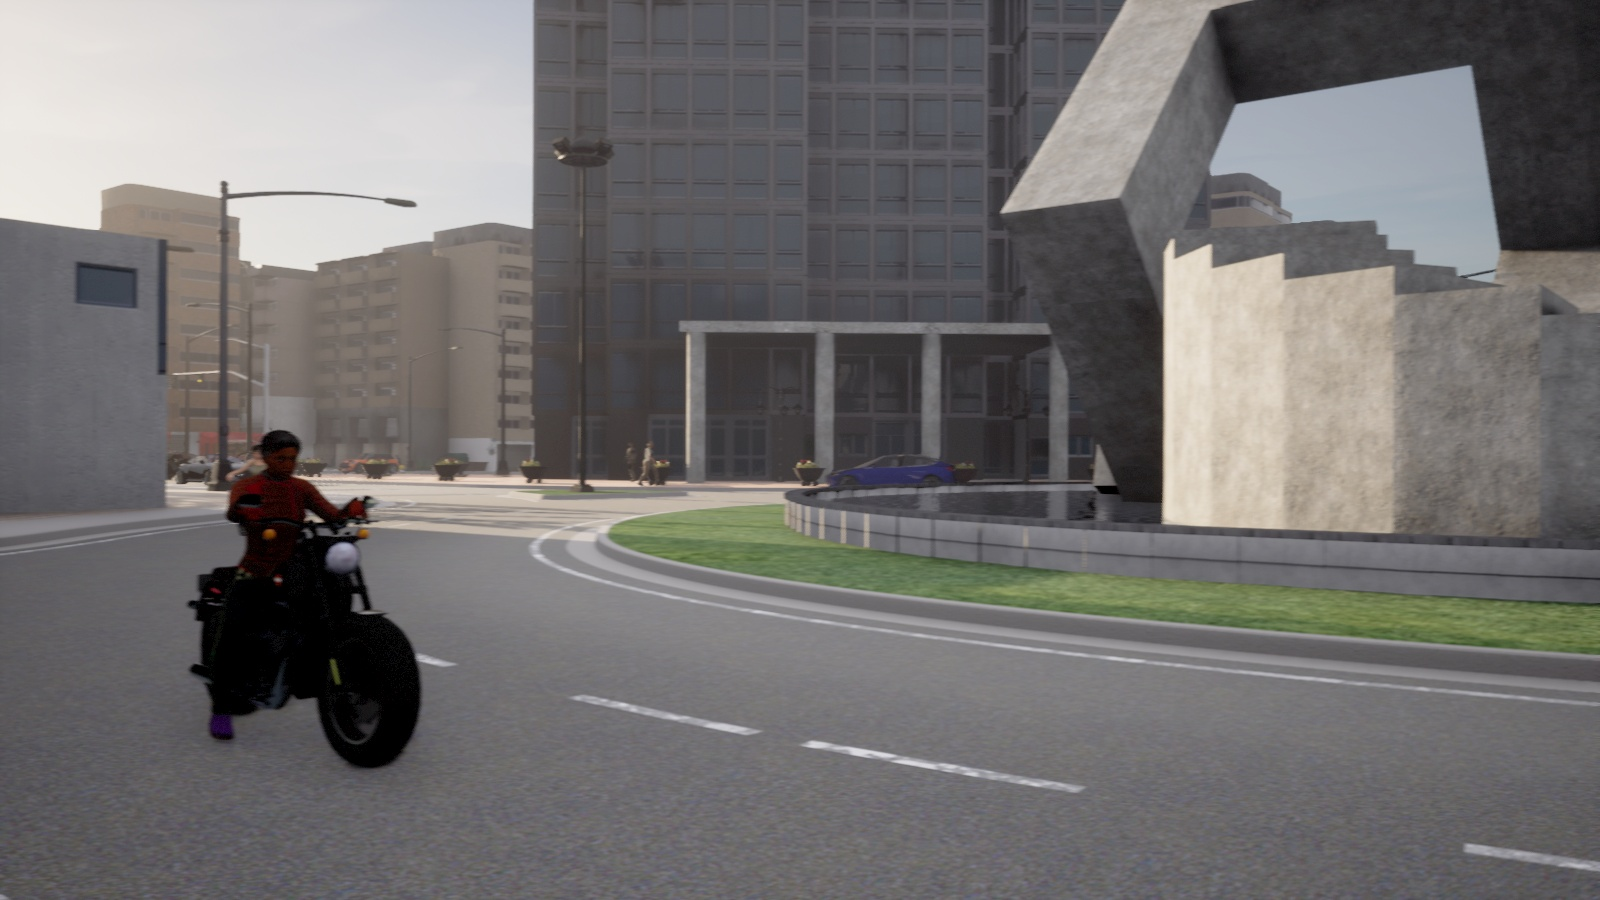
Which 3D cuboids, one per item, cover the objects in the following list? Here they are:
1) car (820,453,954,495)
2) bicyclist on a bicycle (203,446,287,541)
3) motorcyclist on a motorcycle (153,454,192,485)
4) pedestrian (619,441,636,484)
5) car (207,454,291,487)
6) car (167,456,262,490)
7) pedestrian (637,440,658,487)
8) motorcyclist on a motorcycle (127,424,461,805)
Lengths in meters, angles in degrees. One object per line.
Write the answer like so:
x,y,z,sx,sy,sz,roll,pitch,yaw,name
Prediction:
3.134,0.862,46.001,4.792,1.488,2.163,0,0,0,car
-9.727,0.738,22.081,0.866,1.612,1.509,1,0,-3,bicyclist on a bicycle
-31.357,0.944,62.736,2.191,1.530,0.866,0,0,38,motorcyclist on a motorcycle
-7.869,0.566,57.204,0.692,1.930,0.396,0,0,37,pedestrian
-25.515,0.910,58.103,4.193,1.474,1.816,0,0,38,car
-24.734,0.947,53.018,4.181,1.385,1.994,0,0,38,car
-6.070,0.526,49.882,0.694,1.848,0.540,0,0,10,pedestrian
-2.713,0.711,6.545,0.766,1.649,2.350,0,0,-44,motorcyclist on a motorcycle
